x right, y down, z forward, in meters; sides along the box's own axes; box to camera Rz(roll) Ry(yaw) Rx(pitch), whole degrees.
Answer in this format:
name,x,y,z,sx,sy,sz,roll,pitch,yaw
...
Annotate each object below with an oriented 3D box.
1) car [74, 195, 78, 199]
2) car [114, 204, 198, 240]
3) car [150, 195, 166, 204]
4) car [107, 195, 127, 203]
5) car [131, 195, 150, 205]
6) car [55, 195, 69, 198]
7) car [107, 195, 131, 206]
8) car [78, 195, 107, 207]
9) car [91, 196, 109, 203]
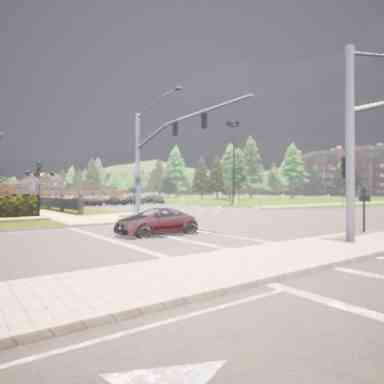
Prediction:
name,x,y,z,sx,sy,sz,roll,pitch,yaw
car,-21.053,1.318,63.337,1.882,1.535,5.008,-1,0,-36
car,-1.750,1.498,16.745,4.181,1.385,1.994,-1,0,-35
car,-6.203,1.289,54.750,1.837,1.490,4.892,-1,0,-36
car,-15.159,1.301,67.163,2.128,1.511,4.902,-1,0,-36
car,-9.085,1.316,52.752,1.837,1.490,4.892,-1,1,-36
car,-24.052,1.346,61.498,1.882,1.535,5.008,-1,0,-36
car,-11.520,1.441,50.142,1.895,1.301,4.718,-1,0,-36
car,-14.488,1.469,48.270,1.895,1.301,4.718,-1,0,-36
car,-18.017,1.412,65.138,1.895,1.301,4.718,-1,0,-36
